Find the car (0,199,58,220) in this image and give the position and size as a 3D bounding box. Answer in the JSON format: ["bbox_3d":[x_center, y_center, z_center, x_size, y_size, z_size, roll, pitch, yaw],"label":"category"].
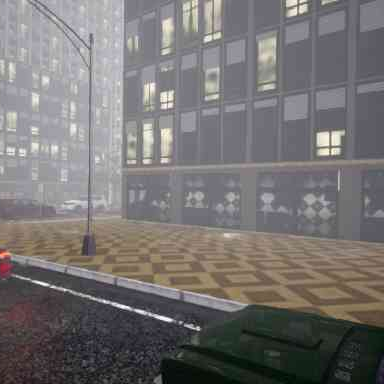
[{"bbox_3d":[-14.875,1.519,29.961,2.192,1.841,5.009,1,0,36],"label":"car"}]

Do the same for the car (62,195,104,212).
[{"bbox_3d":[-13.392,1.425,41.741,2.150,2.045,5.566,1,0,37],"label":"car"}]

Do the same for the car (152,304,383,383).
[{"bbox_3d":[1.983,1.601,2.272,4.718,1.301,1.895,0,0,35],"label":"car"}]

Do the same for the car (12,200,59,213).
[{"bbox_3d":[-18.395,1.643,39.327,1.752,1.417,4.829,1,0,36],"label":"car"}]

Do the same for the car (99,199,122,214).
[{"bbox_3d":[-8.099,1.830,39.189,1.752,1.417,4.829,1,0,36],"label":"car"}]

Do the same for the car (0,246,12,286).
[{"bbox_3d":[-6.128,1.521,8.019,4.674,1.442,1.812,0,0,35],"label":"car"}]
